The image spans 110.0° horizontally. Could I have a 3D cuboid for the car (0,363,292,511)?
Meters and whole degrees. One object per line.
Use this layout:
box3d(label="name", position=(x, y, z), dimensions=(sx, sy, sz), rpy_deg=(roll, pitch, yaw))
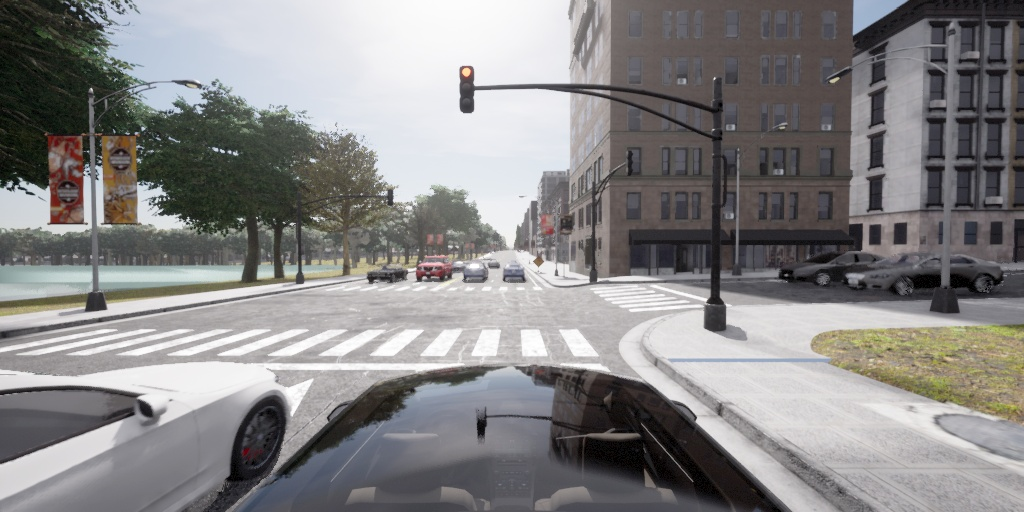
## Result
box3d(label="car", position=(-3.168, 1.276, 1.719), dimensions=(1.812, 1.442, 4.674), rpy_deg=(0, 0, 0))

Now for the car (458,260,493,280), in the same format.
box3d(label="car", position=(-3.085, 1.316, 31.081), dimensions=(2.033, 1.411, 5.357), rpy_deg=(0, 0, 0))

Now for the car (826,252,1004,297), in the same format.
box3d(label="car", position=(15.479, 0.644, 13.692), dimensions=(4.902, 1.511, 2.128), rpy_deg=(-2, 1, 0))

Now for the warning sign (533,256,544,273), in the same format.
box3d(label="warning sign", position=(2.934, 0.902, 39.872), dimensions=(1.300, 1.860, 1.060), rpy_deg=(0, 0, 0))

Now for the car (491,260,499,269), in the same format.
box3d(label="car", position=(-3.066, 1.399, 60.219), dimensions=(1.994, 1.385, 4.181), rpy_deg=(0, 0, 1))

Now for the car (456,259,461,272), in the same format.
box3d(label="car", position=(-6.503, 1.361, 44.014), dimensions=(1.994, 1.385, 4.181), rpy_deg=(0, 0, 0))

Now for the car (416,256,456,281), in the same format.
box3d(label="car", position=(-6.537, 0.990, 30.659), dimensions=(2.150, 2.045, 5.566), rpy_deg=(0, 0, 0))

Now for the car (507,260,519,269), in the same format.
box3d(label="car", position=(0.182, 1.382, 60.197), dimensions=(2.033, 1.411, 5.357), rpy_deg=(0, 0, 1))

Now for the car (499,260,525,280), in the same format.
box3d(label="car", position=(0.162, 1.316, 31.180), dimensions=(2.033, 1.411, 5.357), rpy_deg=(0, 0, 0))

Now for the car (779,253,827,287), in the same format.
box3d(label="car", position=(15.380, 0.589, 16.942), dimensions=(4.892, 1.490, 1.837), rpy_deg=(-2, 1, 0))

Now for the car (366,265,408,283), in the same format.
box3d(label="car", position=(-9.792, 1.365, 28.469), dimensions=(1.895, 1.301, 4.718), rpy_deg=(0, 0, 0))
